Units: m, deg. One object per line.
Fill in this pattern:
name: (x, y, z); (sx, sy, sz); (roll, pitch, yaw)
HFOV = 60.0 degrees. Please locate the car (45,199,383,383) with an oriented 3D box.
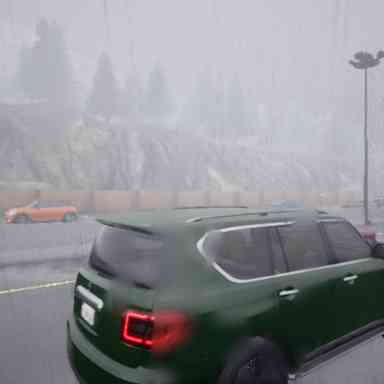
car: (1.175, 1.226, 4.718); (5.566, 2.045, 2.150); (0, 0, -37)

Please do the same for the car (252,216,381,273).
car: (4.430, 1.616, 11.492); (4.718, 1.301, 1.895); (0, 0, -37)

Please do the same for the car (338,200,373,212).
car: (19.635, 1.635, 39.901); (4.181, 1.385, 1.994); (0, 0, -35)

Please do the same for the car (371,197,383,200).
car: (20.015, 1.565, 35.884); (4.902, 1.511, 2.128); (0, 0, -35)

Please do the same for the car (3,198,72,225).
car: (-10.226, 1.310, 22.656); (4.553, 1.767, 2.097); (0, 0, -37)

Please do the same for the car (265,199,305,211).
car: (12.045, 1.589, 43.101); (5.357, 1.411, 2.033); (0, 0, -35)

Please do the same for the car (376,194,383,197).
car: (29.775, 1.330, 51.438); (5.566, 2.045, 2.150); (0, 0, -36)
